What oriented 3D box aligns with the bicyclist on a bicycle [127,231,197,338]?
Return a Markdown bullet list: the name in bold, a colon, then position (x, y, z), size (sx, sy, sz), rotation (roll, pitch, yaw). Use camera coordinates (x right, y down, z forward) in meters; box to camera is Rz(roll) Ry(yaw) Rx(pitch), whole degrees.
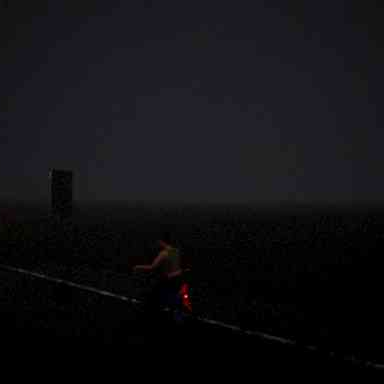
- **bicyclist on a bicycle**: position (-0.529, 1.438, 5.409), size (1.509, 1.612, 0.866), rotation (0, 0, 36)
